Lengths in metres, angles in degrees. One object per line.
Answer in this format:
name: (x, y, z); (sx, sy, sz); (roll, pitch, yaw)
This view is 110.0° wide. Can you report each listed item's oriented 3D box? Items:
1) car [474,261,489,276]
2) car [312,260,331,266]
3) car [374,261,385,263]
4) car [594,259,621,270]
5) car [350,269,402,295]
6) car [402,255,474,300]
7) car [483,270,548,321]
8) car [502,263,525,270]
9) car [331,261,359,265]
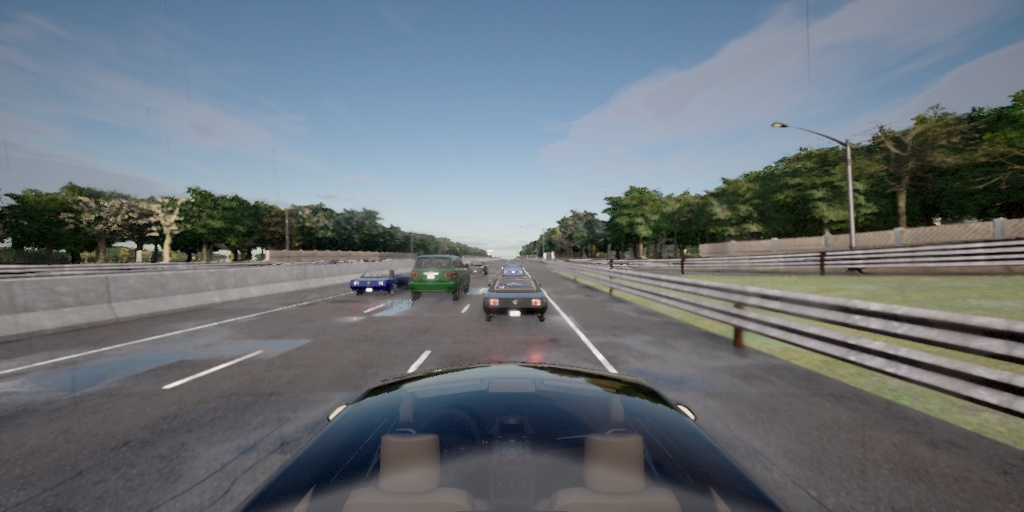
car: (-3.406, 1.234, 36.074); (2.128, 1.511, 4.902); (0, 0, 0)
car: (-24.523, 1.291, 47.544); (2.033, 1.411, 5.357); (0, 0, 0)
car: (-17.531, 1.344, 46.635); (1.895, 1.301, 4.718); (0, 0, 0)
car: (12.864, 1.146, 48.973); (1.837, 1.490, 4.892); (1, 0, -19)
car: (-6.903, 1.350, 19.573); (1.895, 1.301, 4.718); (0, 0, 0)
car: (-3.403, 0.972, 17.731); (2.150, 2.045, 5.566); (0, 0, 0)
car: (0.098, 1.352, 12.421); (1.895, 1.301, 4.718); (0, 0, 0)
car: (0.095, 1.292, 30.483); (2.033, 1.411, 5.357); (0, 0, 0)
car: (-21.034, 1.344, 46.413); (1.895, 1.301, 4.718); (0, 0, 0)
